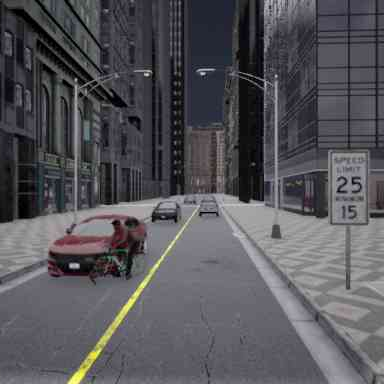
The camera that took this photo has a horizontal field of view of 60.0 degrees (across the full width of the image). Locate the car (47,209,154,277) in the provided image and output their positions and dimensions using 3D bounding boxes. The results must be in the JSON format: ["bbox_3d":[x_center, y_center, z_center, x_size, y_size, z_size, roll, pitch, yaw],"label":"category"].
[{"bbox_3d":[-2.676,1.478,10.467,1.882,1.535,5.008,0,1,3],"label":"car"}]

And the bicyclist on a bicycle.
[{"bbox_3d":[-1.786,1.480,8.388,0.582,1.620,1.656,9,10,44],"label":"bicyclist on a bicycle"}]

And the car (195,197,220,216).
[{"bbox_3d":[1.644,1.530,31.909,2.033,1.411,5.357,0,0,4],"label":"car"}]

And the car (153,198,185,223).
[{"bbox_3d":[-1.867,1.472,25.540,1.882,1.535,5.008,0,0,3],"label":"car"}]

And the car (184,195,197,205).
[{"bbox_3d":[-0.293,1.243,56.309,2.097,1.767,4.553,0,0,3],"label":"car"}]
